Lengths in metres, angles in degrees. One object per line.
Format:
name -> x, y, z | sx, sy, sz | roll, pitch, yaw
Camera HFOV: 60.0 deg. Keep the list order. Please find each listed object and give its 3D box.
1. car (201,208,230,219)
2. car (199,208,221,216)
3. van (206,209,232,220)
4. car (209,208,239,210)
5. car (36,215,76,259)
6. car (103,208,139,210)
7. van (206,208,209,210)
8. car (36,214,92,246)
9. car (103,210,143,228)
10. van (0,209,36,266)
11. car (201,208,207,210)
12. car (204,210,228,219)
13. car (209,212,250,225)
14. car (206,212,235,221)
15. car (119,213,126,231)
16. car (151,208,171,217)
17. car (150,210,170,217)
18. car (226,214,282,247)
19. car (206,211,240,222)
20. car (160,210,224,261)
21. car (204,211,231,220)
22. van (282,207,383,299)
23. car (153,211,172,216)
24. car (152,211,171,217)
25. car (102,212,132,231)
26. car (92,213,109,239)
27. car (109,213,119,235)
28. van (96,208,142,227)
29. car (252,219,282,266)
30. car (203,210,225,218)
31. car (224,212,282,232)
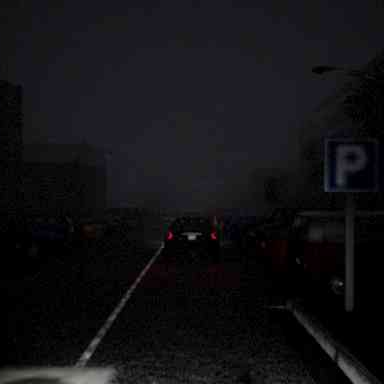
car -> 4.679, 4.303, 66.769 | 5.566, 2.045, 2.435 | 0, -3, 0
car -> 4.623, 5.293, 86.298 | 5.566, 2.045, 2.435 | 0, -3, 0
van -> 4.768, 3.904, 58.396 | 4.442, 1.987, 1.878 | 0, -3, 0
car -> 4.618, 3.015, 38.862 | 4.553, 1.767, 2.185 | 0, -3, 0
car -> -7.685, 1.859, 13.484 | 5.008, 1.535, 2.097 | 0, -2, 0
car -> -7.708, 2.592, 33.010 | 5.566, 2.045, 2.435 | 0, -3, 0
van -> 4.534, 3.339, 47.236 | 4.442, 1.987, 1.878 | 0, -3, 0
car -> -7.649, 1.870, 16.277 | 4.553, 1.767, 2.185 | 0, -3, 0
car -> -7.494, 2.705, 30.336 | 5.366, 1.575, 1.946 | 0, -3, 0
van -> -7.796, 1.516, 10.721 | 4.442, 1.987, 1.878 | 0, -2, 0
car -> 0.002, 2.517, 29.119 | 2.097, 1.767, 4.553 | 0, -3, 0
car -> 4.620, 4.287, 63.971 | 4.553, 1.767, 2.185 | 0, -3, 0
car -> 4.644, 3.282, 41.644 | 4.892, 1.521, 2.231 | 0, -3, 0
car -> 4.648, 4.028, 55.592 | 4.674, 1.452, 2.002 | 0, -3, 0
car -> -7.677, 2.465, 24.757 | 4.674, 1.452, 2.002 | 0, -3, 0
car -> -7.707, 4.780, 76.186 | 5.566, 2.045, 2.435 | 0, -3, 0
car -> -7.647, 5.048, 78.989 | 4.553, 1.767, 2.185 | 0, -3, 0
car -> 4.621, 2.180, 19.322 | 4.792, 1.488, 2.163 | 0, -3, 0
car -> 4.645, 3.712, 50.139 | 5.008, 1.535, 2.097 | 0, -3, 0
car -> 0.002, 1.761, 14.104 | 2.097, 1.767, 4.553 | 0, -3, 0
car -> 4.679, 4.301, 61.175 | 4.792, 1.488, 2.163 | 0, -3, 0
van -> 4.767, 1.427, 8.197 | 4.442, 1.987, 1.878 | 0, -2, 0
car -> -7.708, 5.655, 87.910 | 4.792, 1.488, 2.163 | 0, -3, 0
car -> -7.676, 5.517, 84.974 | 4.674, 1.452, 2.002 | 0, -3, 0
car -> -7.677, 2.600, 27.421 | 4.674, 1.452, 2.002 | 0, -3, 0
car -> -7.865, 2.140, 19.185 | 5.366, 1.575, 1.946 | 0, -3, 0
car -> -7.651, 2.314, 21.972 | 4.792, 1.488, 2.163 | 0, -3, 0
van -> -7.796, 2.759, 35.797 | 4.442, 1.987, 1.878 | 0, -3, 0
car -> 4.680, 1.781, 10.972 | 4.792, 1.488, 2.163 | 0, -2, 0
car -> 4.682, 4.711, 72.341 | 4.553, 1.767, 2.185 | 0, -3, 0
car -> 4.680, 2.463, 24.902 | 4.792, 1.488, 2.163 | 0, -3, 0
